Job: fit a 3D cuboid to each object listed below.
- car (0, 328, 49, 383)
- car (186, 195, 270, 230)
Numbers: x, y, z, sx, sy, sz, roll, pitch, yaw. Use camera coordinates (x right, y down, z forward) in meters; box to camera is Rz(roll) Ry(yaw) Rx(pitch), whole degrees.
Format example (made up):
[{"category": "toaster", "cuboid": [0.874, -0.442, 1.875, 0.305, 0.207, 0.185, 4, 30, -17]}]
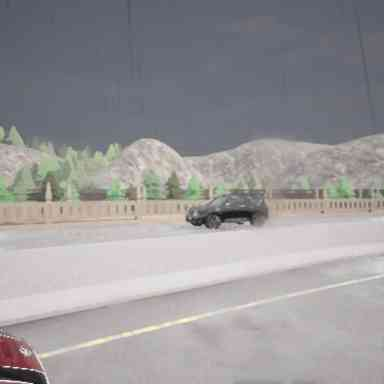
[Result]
[{"category": "car", "cuboid": [-3.014, 1.351, 1.506, 4.553, 1.767, 2.097, 0, 0, -36]}, {"category": "car", "cuboid": [2.368, 1.235, 21.309, 5.566, 2.045, 2.150, 0, 0, -27]}]
